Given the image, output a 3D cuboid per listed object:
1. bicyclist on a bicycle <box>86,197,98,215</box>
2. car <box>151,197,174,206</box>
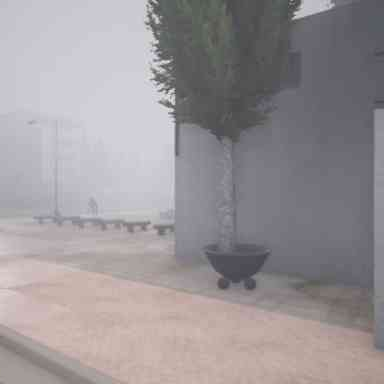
[{"bbox_3d":[-8.956,1.282,29.771,1.656,1.620,0.582,0,0,33],"label":"bicyclist on a bicycle"},{"bbox_3d":[-4.611,1.537,54.061,4.181,1.385,1.994,0,0,-30],"label":"car"}]
